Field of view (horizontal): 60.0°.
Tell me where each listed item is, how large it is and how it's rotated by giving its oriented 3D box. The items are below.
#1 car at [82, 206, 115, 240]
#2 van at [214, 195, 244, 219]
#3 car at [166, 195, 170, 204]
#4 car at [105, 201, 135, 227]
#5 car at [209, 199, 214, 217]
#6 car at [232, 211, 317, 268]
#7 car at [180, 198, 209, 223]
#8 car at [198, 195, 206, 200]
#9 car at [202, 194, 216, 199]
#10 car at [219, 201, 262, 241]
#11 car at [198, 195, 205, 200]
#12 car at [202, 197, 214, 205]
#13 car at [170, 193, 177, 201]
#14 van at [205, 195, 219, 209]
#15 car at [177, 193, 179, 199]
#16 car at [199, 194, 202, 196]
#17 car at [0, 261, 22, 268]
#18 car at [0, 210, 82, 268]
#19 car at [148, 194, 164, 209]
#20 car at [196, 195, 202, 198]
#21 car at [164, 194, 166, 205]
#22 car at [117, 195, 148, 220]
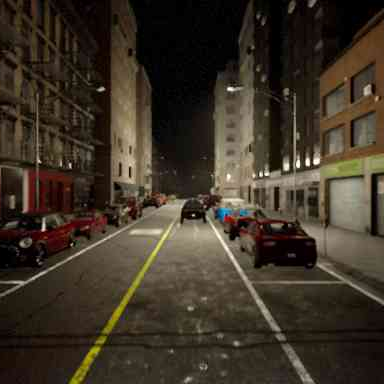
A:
[{"bbox_3d":[-5.396,1.574,16.719,1.802,1.307,4.206,0,0,0],"label":"car"},{"bbox_3d":[2.635,1.330,22.395,1.690,1.788,3.998,0,0,0],"label":"van"},{"bbox_3d":[-5.409,1.281,56.468,2.192,1.841,5.009,0,0,0],"label":"car"},{"bbox_3d":[-5.398,1.555,22.398,1.947,1.339,4.313,0,0,0],"label":"car"},{"bbox_3d":[2.634,1.537,28.074,2.008,1.369,4.403,0,0,0],"label":"car"},{"bbox_3d":[2.637,1.540,11.037,1.887,1.381,4.507,0,0,0],"label":"car"},{"bbox_3d":[0.097,1.465,25.770,1.882,1.535,5.008,0,0,0],"label":"car"},{"bbox_3d":[2.623,1.487,88.958,1.887,1.381,4.507,0,0,0],"label":"car"},{"bbox_3d":[2.632,1.294,39.431,2.192,1.841,5.009,0,0,0],"label":"car"},{"bbox_3d":[2.636,1.432,16.716,1.967,1.590,4.097,0,0,0],"label":"car"},{"bbox_3d":[2.622,1.490,94.440,2.008,1.369,4.403,0,0,0],"label":"car"},{"bbox_3d":[2.629,1.549,56.468,1.802,1.307,4.206,0,0,0],"label":"car"},{"bbox_3d":[-5.429,1.471,83.305,1.752,1.417,4.829,0,0,0],"label":"car"},{"bbox_3d":[2.631,1.316,45.110,1.690,1.788,3.998,0,0,0],"label":"van"},{"bbox_3d":[-5.427,1.464,94.269,1.752,1.417,4.829,0,0,0],"label":"car"},{"bbox_3d":[2.630,1.286,50.789,2.192,1.841,5.009,0,0,0],"label":"car"},{"bbox_3d":[-2.835,1.525,1.385,1.812,1.442,4.674,0,0,0],"label":"car"},{"bbox_3d":[-5.394,1.435,11.041,1.967,1.590,4.097,0,0,0],"label":"car"},{"bbox_3d":[-5.405,1.290,45.111,2.192,1.841,5.009,0,0,0],"label":"car"},{"bbox_3d":[0.094,1.502,43.286,1.812,1.442,4.674,0,0,0],"label":"car"},{"bbox_3d":[-5.407,1.496,50.619,1.752,1.417,4.829,0,0,0],"label":"car"},{"bbox_3d":[-5.399,1.301,28.076,2.192,1.841,5.009,0,0,0],"label":"car"}]
